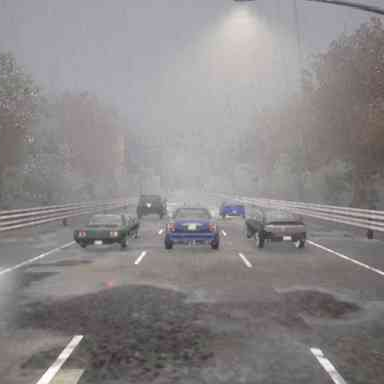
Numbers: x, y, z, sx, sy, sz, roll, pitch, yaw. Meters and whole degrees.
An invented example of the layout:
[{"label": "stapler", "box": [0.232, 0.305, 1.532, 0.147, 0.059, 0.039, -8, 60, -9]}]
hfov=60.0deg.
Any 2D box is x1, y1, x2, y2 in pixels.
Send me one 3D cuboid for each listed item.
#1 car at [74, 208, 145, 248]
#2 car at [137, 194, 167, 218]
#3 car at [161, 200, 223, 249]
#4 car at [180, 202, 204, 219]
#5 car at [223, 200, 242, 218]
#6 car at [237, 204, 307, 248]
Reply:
[{"label": "car", "box": [-3.501, 1.606, 14.680, 1.895, 1.301, 4.718, 0, 0, 0]}, {"label": "car", "box": [-3.501, 1.228, 29.679, 2.150, 2.045, 5.566, 0, 0, 0]}, {"label": "car", "box": [0.000, 1.356, 14.620, 2.097, 1.767, 4.553, 0, 0, 0]}, {"label": "car", "box": [0.000, 1.587, 29.680, 1.895, 1.301, 4.718, 0, 0, 0]}, {"label": "car", "box": [3.499, 1.456, 29.650, 1.882, 1.535, 5.008, 0, 0, 0]}, {"label": "car", "box": [3.500, 1.485, 14.650, 2.128, 1.511, 4.902, 0, 0, 0]}]
